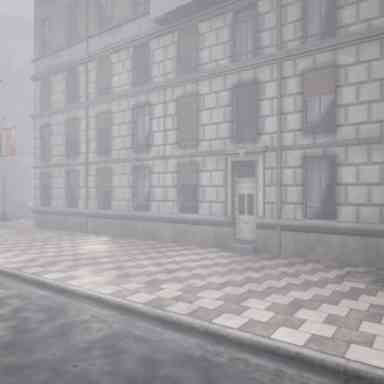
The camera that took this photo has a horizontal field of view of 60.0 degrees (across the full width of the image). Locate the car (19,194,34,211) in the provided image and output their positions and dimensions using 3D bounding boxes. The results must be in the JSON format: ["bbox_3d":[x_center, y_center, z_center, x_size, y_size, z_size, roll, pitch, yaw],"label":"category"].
[{"bbox_3d":[-17.089,1.352,38.878,2.097,1.767,4.553,0,0,36],"label":"car"}]

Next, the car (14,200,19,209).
[{"bbox_3d":[-19.281,1.221,41.826,2.150,2.045,5.566,0,0,36],"label":"car"}]
